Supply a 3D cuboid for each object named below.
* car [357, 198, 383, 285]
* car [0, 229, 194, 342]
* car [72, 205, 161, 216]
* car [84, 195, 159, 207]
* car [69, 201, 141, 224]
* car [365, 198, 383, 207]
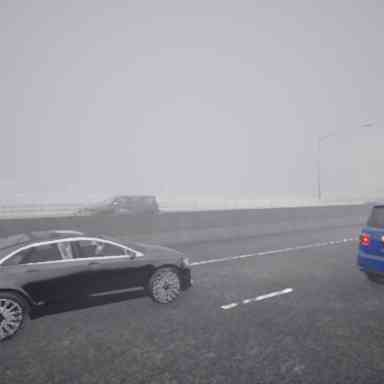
[{"bbox_3d":[6.349,1.215,8.271,5.566,2.045,2.150,0,0,-35],"label":"car"},{"bbox_3d":[-2.226,1.491,6.457,4.902,1.511,2.128,0,0,-35],"label":"car"},{"bbox_3d":[-3.818,1.596,18.465,4.718,1.301,1.895,0,0,-35],"label":"car"},{"bbox_3d":[-4.737,1.216,22.106,5.566,2.045,2.150,0,0,-35],"label":"car"},{"bbox_3d":[-6.505,1.499,25.143,4.892,1.490,1.837,0,0,-35],"label":"car"},{"bbox_3d":[27.956,1.547,49.644,4.718,1.301,1.895,0,0,-35],"label":"car"}]
